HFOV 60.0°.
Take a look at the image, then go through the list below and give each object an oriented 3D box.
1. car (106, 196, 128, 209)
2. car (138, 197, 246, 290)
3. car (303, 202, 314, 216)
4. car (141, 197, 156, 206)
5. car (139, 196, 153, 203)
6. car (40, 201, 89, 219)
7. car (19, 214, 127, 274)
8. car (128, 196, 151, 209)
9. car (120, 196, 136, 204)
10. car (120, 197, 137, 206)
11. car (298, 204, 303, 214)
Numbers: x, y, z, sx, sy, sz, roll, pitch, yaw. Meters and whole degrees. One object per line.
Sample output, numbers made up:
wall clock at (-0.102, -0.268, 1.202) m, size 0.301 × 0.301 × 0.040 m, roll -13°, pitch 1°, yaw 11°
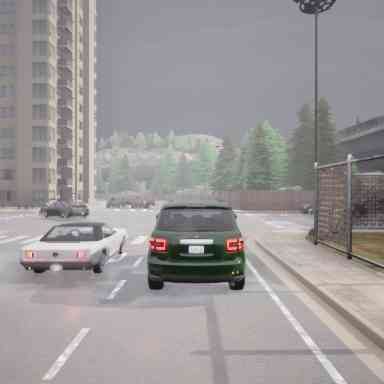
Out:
car at (-10.505, 1.505, 46.189) m, size 1.837 × 1.490 × 4.892 m, roll 0°, pitch 0°, yaw 0°
car at (0.122, 1.221, 9.214) m, size 2.150 × 2.045 × 5.566 m, roll 0°, pitch 0°, yaw 1°
car at (12.973, 1.547, 29.738) m, size 4.902 × 1.511 × 2.128 m, roll 0°, pitch 0°, yaw 0°
car at (-7.137, 1.547, 55.279) m, size 2.033 × 1.411 × 5.357 m, roll 0°, pitch 0°, yaw -2°
car at (-9.469, 1.601, 68.027) m, size 1.895 × 1.301 × 4.718 m, roll 0°, pitch 0°, yaw -22°
car at (-10.725, 1.498, 27.847) m, size 4.902 × 1.511 × 2.128 m, roll 0°, pitch 0°, yaw 34°
car at (-3.378, 1.600, 10.536) m, size 1.895 × 1.301 × 4.718 m, roll 0°, pitch 0°, yaw 0°
car at (-7.009, 1.352, 45.805) m, size 2.097 × 1.767 × 4.553 m, roll 0°, pitch 0°, yaw 0°
car at (-12.952, 1.547, 67.212) m, size 2.033 × 1.411 × 5.357 m, roll 0°, pitch 0°, yaw -22°
car at (-10.624, 1.547, 55.927) m, size 2.033 × 1.411 × 5.357 m, roll 0°, pitch 0°, yaw -3°
car at (13.020, 1.407, 33.236) m, size 4.553 × 1.767 × 2.097 m, roll 0°, pitch 0°, yaw 0°
